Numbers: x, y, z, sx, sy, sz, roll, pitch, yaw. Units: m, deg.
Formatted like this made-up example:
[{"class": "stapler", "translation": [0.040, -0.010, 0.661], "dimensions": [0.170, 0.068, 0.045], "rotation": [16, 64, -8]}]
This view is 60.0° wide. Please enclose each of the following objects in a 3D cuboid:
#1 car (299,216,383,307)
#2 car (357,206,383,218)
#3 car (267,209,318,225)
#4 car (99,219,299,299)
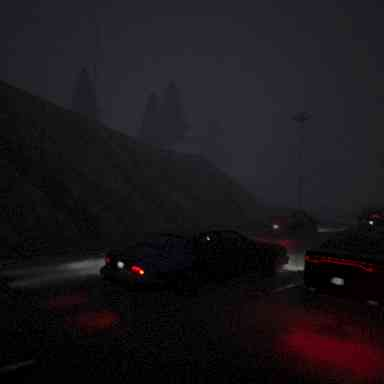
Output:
[{"class": "car", "translation": [4.602, 1.568, 8.009], "dimensions": [5.008, 1.535, 1.882], "rotation": [1, -1, -42]}, {"class": "car", "translation": [12.999, 1.770, 23.791], "dimensions": [1.837, 1.490, 4.892], "rotation": [0, 0, 32]}, {"class": "car", "translation": [5.992, 1.725, 19.800], "dimensions": [1.812, 1.442, 4.674], "rotation": [0, -1, 39]}, {"class": "car", "translation": [0.359, 1.626, 8.743], "dimensions": [5.357, 1.411, 2.033], "rotation": [1, -1, -41]}]
